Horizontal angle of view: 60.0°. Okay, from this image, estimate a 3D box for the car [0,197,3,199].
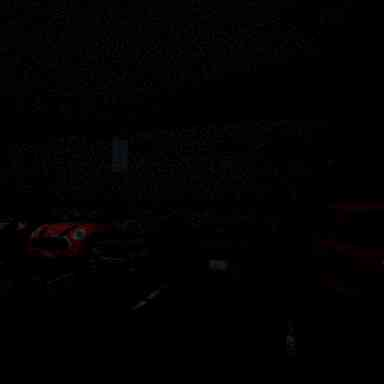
[{"bbox_3d":[-11.059,1.157,17.463,2.435,2.045,5.566,0,-1,16],"label":"car"}]

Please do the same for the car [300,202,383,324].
[{"bbox_3d":[3.578,1.229,6.969,2.435,2.045,5.566,0,-1,16],"label":"car"}]

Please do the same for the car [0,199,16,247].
[{"bbox_3d":[-6.194,1.297,13.906,2.185,1.767,4.553,0,-1,16],"label":"car"}]

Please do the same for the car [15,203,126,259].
[{"bbox_3d":[-3.731,1.310,12.217,2.185,1.767,4.553,1,0,16],"label":"car"}]

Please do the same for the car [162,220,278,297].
[{"bbox_3d":[1.135,1.493,8.718,2.163,1.488,4.792,0,-1,16],"label":"car"}]

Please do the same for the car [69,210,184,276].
[{"bbox_3d":[-1.301,1.450,10.442,2.231,1.521,4.892,1,0,16],"label":"car"}]
